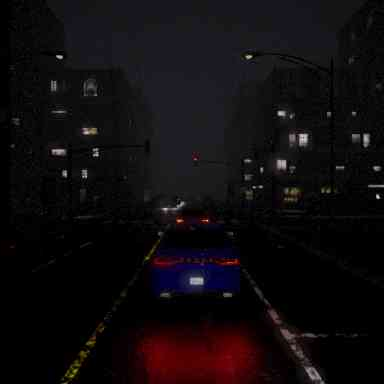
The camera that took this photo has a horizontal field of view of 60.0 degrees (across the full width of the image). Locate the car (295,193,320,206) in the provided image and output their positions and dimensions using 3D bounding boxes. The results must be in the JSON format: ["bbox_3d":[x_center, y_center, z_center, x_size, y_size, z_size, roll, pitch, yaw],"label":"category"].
[{"bbox_3d":[14.519,1.014,38.121,5.009,1.841,2.192,-1,1,-1],"label":"car"}]

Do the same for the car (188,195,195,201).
[{"bbox_3d":[-0.097,1.522,90.366,1.882,1.535,5.008,0,0,0],"label":"car"}]

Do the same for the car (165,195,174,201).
[{"bbox_3d":[-5.783,1.480,85.878,1.967,1.590,4.097,0,0,0],"label":"car"}]

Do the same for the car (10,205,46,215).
[{"bbox_3d":[-16.709,1.888,32.043,4.718,1.301,1.895,-1,0,-1],"label":"car"}]

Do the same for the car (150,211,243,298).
[{"bbox_3d":[0.094,1.477,8.554,1.882,1.535,5.008,0,0,0],"label":"car"}]

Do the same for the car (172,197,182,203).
[{"bbox_3d":[-3.084,1.626,68.144,1.895,1.301,4.718,0,0,0],"label":"car"}]

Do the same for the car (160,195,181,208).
[{"bbox_3d":[-3.133,1.560,49.154,2.033,1.411,5.357,0,0,-1],"label":"car"}]

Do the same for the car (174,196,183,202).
[{"bbox_3d":[-3.086,1.621,78.483,1.895,1.301,4.718,0,0,0],"label":"car"}]

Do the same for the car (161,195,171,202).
[{"bbox_3d":[-5.771,1.470,74.513,1.967,1.590,4.097,0,0,0],"label":"car"}]

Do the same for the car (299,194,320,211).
[{"bbox_3d":[14.507,1.210,35.550,4.892,1.490,1.837,-1,0,1],"label":"car"}]

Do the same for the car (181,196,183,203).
[{"bbox_3d":[-3.142,1.370,58.636,2.097,1.767,4.553,0,0,0],"label":"car"}]

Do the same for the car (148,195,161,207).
[{"bbox_3d":[-5.746,1.580,51.783,1.947,1.339,4.313,0,0,0],"label":"car"}]

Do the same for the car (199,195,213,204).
[{"bbox_3d":[2.628,1.458,57.476,1.967,1.590,4.097,0,0,0],"label":"car"}]

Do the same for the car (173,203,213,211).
[{"bbox_3d":[0.079,1.526,17.894,1.812,1.442,4.674,0,0,1],"label":"car"}]

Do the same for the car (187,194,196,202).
[{"bbox_3d":[-0.086,1.390,80.501,2.097,1.767,4.553,0,0,0],"label":"car"}]

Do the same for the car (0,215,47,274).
[{"bbox_3d":[-5.750,1.582,9.759,1.802,1.307,4.206,0,0,0],"label":"car"}]

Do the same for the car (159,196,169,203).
[{"bbox_3d":[-5.765,1.550,68.660,1.752,1.417,4.829,0,0,0],"label":"car"}]

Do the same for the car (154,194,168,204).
[{"bbox_3d":[-5.759,1.336,63.148,2.192,1.841,5.009,0,0,0],"label":"car"}]

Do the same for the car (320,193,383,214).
[{"bbox_3d":[14.663,1.029,29.743,5.009,1.841,2.192,-1,1,-1],"label":"car"}]
